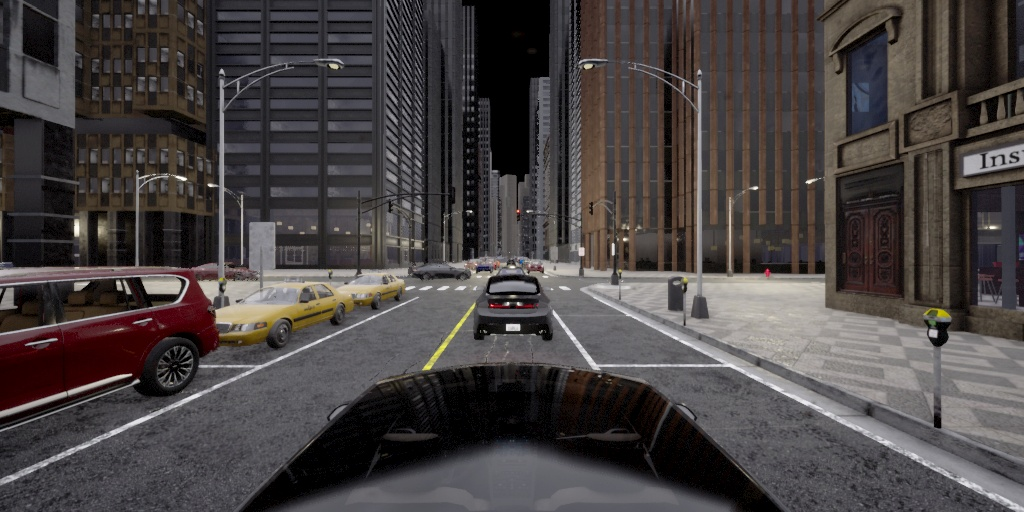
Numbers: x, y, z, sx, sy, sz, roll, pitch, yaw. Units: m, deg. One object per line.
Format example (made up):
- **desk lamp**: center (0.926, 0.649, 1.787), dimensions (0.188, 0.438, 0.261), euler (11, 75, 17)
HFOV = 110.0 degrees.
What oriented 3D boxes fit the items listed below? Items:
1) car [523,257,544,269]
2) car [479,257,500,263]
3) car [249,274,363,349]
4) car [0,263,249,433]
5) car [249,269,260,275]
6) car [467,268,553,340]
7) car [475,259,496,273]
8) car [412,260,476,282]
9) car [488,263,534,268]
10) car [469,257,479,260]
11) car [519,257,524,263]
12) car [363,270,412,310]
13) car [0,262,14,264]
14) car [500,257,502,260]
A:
- **car**: center (2.662, 1.196, 41.816), dimensions (1.967, 1.591, 4.097), euler (0, 0, 0)
- **car**: center (-3.213, 1.111, 52.024), dimensions (2.097, 1.767, 4.553), euler (0, 0, 0)
- **car**: center (-5.780, 1.276, 9.229), dimensions (1.751, 1.417, 4.829), euler (0, 0, 0)
- **car**: center (-5.767, 1.065, 3.797), dimensions (2.192, 1.841, 5.009), euler (0, 0, 0)
- **car**: center (-21.227, 1.212, 26.617), dimensions (4.674, 1.442, 1.812), euler (0, 0, 0)
- **car**: center (0.036, 1.255, 9.924), dimensions (1.837, 1.490, 4.892), euler (0, 0, 0)
- **car**: center (-3.192, 1.357, 42.330), dimensions (1.895, 1.301, 4.718), euler (0, 0, 0)
- **car**: center (-5.583, 1.266, 28.349), dimensions (4.674, 1.442, 1.812), euler (1, 0, -21)
- **car**: center (-0.046, 1.298, 20.253), dimensions (2.033, 1.411, 5.357), euler (0, 0, 0)
- **car**: center (-5.891, 1.199, 52.994), dimensions (1.967, 1.591, 4.097), euler (0, 0, 0)
- **car**: center (2.620, 1.312, 58.643), dimensions (2.007, 1.370, 4.403), euler (0, 0, 0)
- **car**: center (-5.795, 1.276, 14.830), dimensions (1.751, 1.417, 4.829), euler (0, 0, 0)
- **car**: center (-37.497, 1.185, 26.481), dimensions (5.357, 1.411, 2.033), euler (0, 0, 0)
- **car**: center (-3.222, 1.115, 61.974), dimensions (2.097, 1.767, 4.553), euler (0, 0, 0)
